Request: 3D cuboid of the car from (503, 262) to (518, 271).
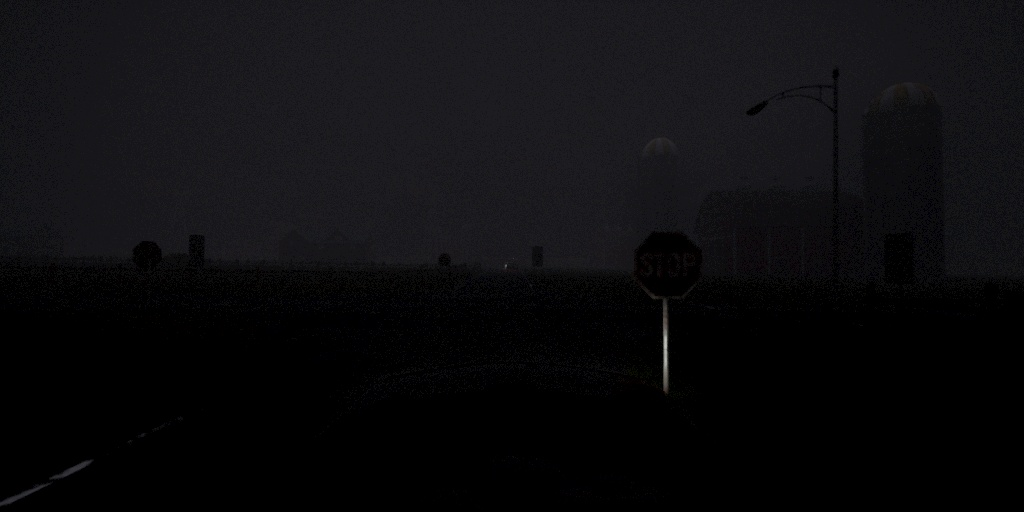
[{"bbox_3d":[-0.002,1.718,60.862,2.128,1.511,4.902,0,0,-2],"label":"car"}]
